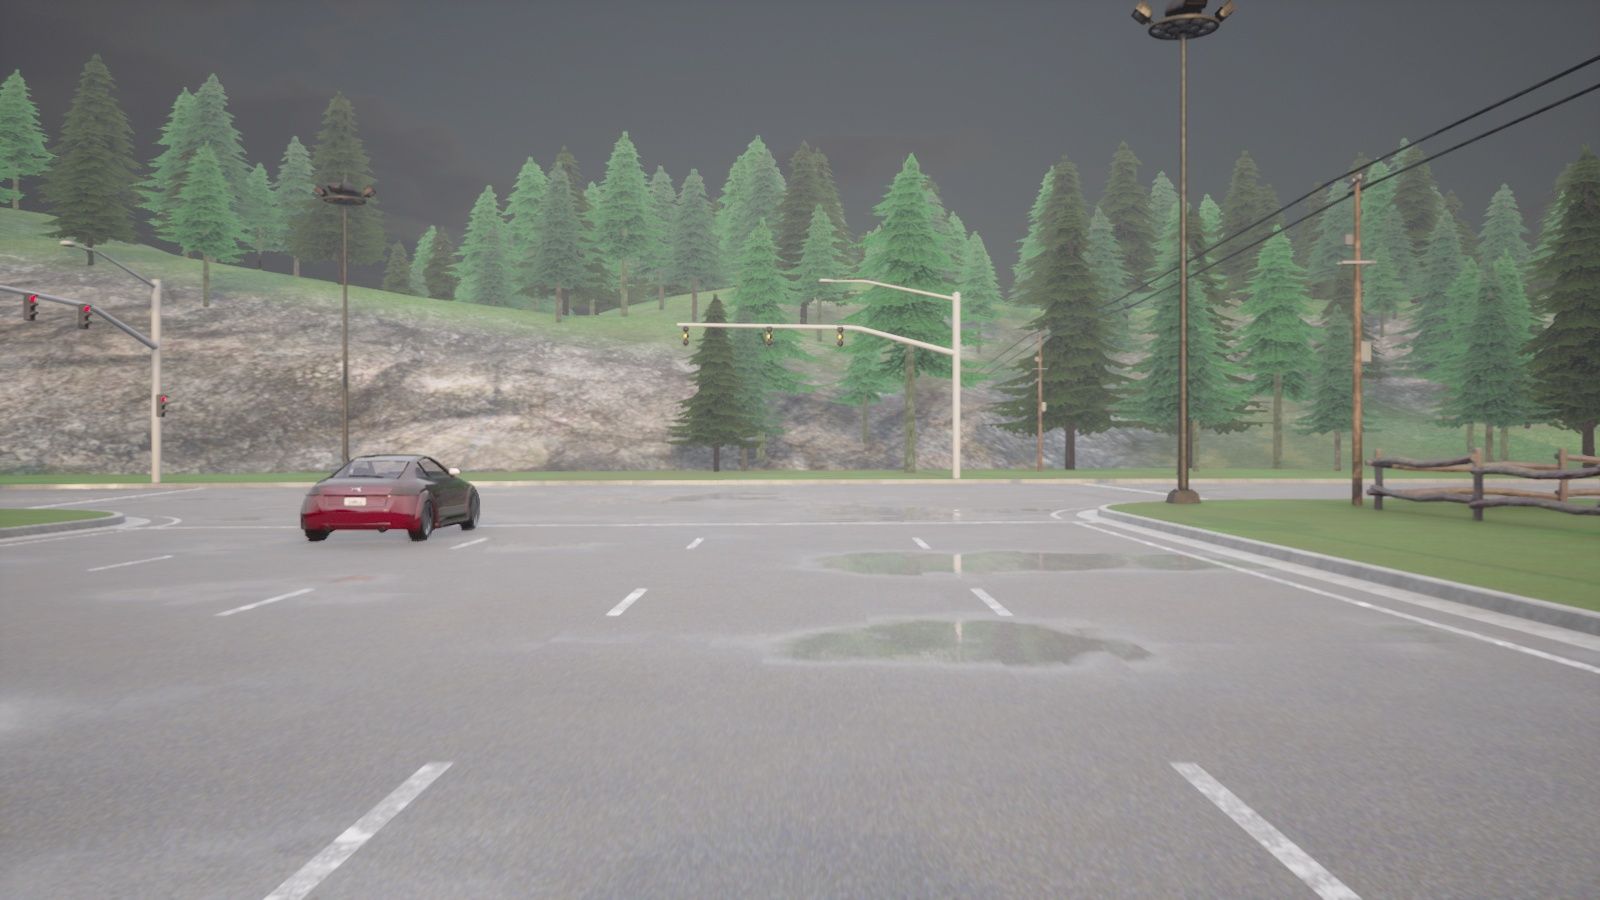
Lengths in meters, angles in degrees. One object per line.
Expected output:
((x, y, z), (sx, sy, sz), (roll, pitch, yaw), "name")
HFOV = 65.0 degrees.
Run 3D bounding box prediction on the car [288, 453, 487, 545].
((-6.866, 0.755, 21.398), (1.994, 1.385, 4.181), (0, 0, 0), "car")
